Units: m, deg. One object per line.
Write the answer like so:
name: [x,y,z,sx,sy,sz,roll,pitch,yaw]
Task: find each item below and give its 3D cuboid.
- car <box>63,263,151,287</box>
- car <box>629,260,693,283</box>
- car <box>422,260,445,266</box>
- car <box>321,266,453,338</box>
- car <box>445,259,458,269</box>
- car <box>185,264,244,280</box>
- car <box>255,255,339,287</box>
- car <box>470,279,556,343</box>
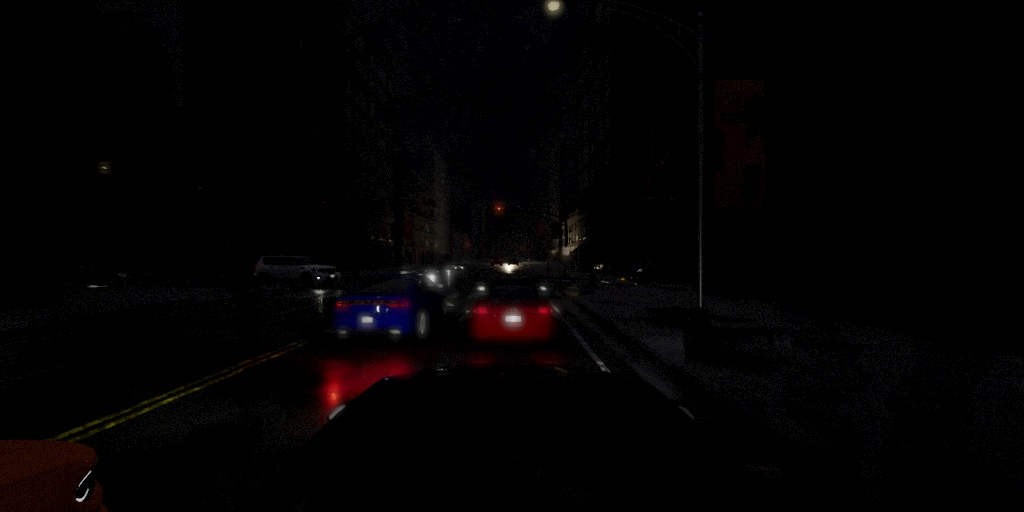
car: [-25.346,1.172,22.531,4.097,1.591,1.967,0,0,0]
car: [11.637,1.140,28.083,4.553,1.767,2.097,0,0,2]
car: [-9.708,1.350,42.554,1.895,1.301,4.718,0,0,0]
car: [-3.120,1.228,10.202,1.882,1.535,5.008,0,0,0]
car: [-9.668,1.251,52.813,1.837,1.490,4.892,0,0,0]
car: [-25.276,1.330,30.556,4.313,1.339,1.948,0,0,0]
car: [-14.365,0.965,24.044,5.566,2.045,2.150,0,-1,14]
car: [0.031,1.314,9.674,1.994,1.385,4.181,0,0,0]
